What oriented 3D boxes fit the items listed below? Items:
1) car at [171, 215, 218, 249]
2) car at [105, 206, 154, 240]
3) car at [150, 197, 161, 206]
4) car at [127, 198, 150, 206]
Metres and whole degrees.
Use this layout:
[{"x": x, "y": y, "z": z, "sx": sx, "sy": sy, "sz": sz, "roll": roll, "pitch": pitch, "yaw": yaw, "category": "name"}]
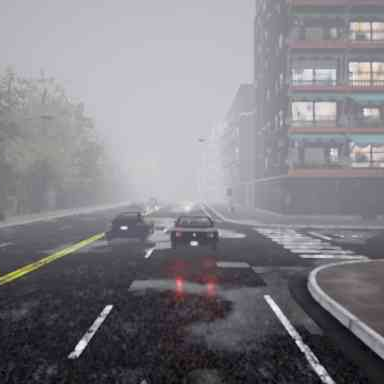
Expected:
[{"x": 0.101, "y": 1.702, "z": 15.117, "sx": 1.895, "sy": 1.301, "sz": 4.718, "roll": 1, "pitch": 0, "yaw": 0, "category": "car"}, {"x": -3.151, "y": 1.646, "z": 17.434, "sx": 1.994, "sy": 1.385, "sz": 4.181, "roll": 0, "pitch": 0, "yaw": 0, "category": "car"}, {"x": -6.566, "y": 1.660, "z": 56.675, "sx": 1.812, "sy": 1.442, "sz": 4.674, "roll": 0, "pitch": 0, "yaw": 0, "category": "car"}, {"x": -6.604, "y": 1.694, "z": 40.082, "sx": 1.895, "sy": 1.301, "sz": 4.718, "roll": 0, "pitch": 0, "yaw": 0, "category": "car"}]
